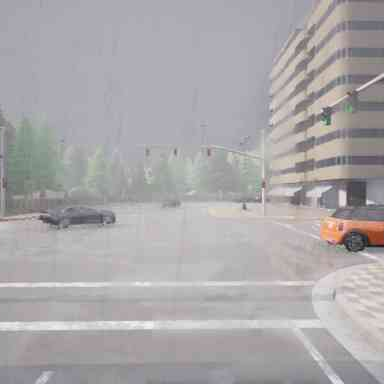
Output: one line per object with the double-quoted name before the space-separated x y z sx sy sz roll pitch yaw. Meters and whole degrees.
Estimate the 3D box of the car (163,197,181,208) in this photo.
"car" -2.842 1.491 47.461 2.128 1.511 4.902 0 0 10

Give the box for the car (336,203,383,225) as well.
"car" 13.172 1.581 24.090 4.674 1.442 1.812 0 0 -1

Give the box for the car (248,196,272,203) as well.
"car" 14.216 1.526 67.838 4.674 1.442 1.812 0 0 -34

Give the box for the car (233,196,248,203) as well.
"car" 10.994 1.541 69.804 5.357 1.411 2.033 0 0 -34

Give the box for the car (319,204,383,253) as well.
"car" 7.641 1.396 13.319 4.553 1.767 2.097 1 0 -1

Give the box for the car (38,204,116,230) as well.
"car" -7.286 1.524 21.488 4.902 1.511 2.128 0 0 -45
